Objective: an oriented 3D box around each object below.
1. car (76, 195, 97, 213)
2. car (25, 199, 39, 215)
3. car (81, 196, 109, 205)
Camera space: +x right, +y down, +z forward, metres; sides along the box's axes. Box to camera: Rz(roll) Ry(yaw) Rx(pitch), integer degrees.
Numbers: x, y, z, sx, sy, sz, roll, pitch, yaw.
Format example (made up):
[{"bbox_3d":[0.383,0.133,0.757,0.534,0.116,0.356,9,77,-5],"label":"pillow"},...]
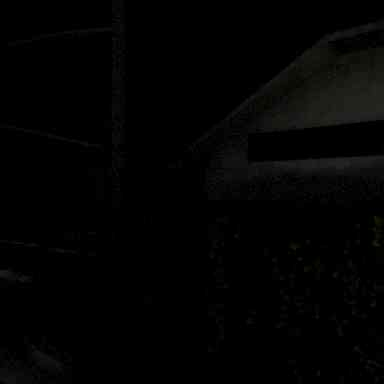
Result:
[{"bbox_3d":[-10.444,1.313,35.134,3.866,1.878,1.905,0,0,35],"label":"car"},{"bbox_3d":[-17.248,1.480,32.997,4.611,1.667,2.242,0,0,35],"label":"car"},{"bbox_3d":[-16.940,1.491,57.805,4.902,1.511,2.128,0,0,36],"label":"car"}]
